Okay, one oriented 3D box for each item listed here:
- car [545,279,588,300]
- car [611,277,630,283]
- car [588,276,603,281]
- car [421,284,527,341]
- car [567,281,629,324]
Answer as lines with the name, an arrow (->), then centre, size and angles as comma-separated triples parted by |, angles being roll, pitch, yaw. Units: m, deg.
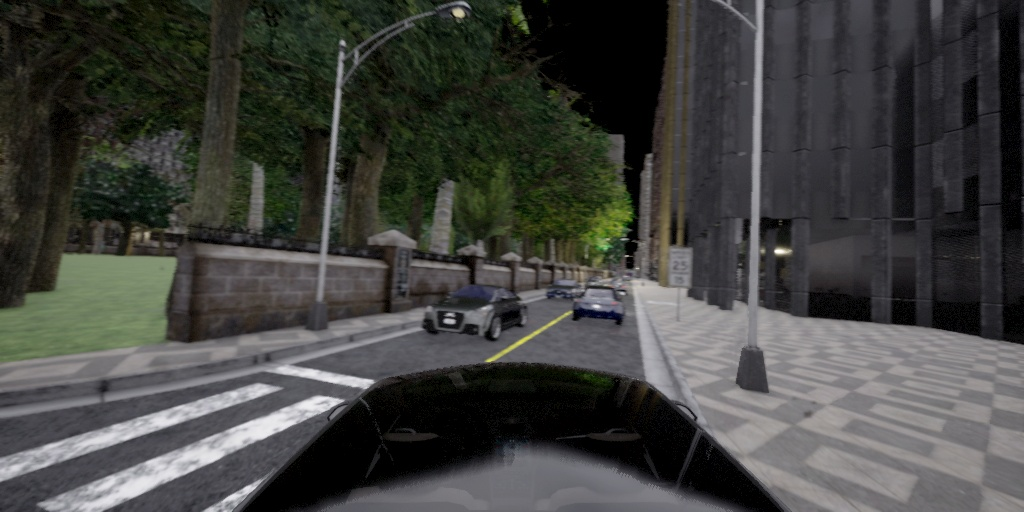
car -> 3.773, 2.305, 25.106 | 2.033, 1.411, 5.357 | 2, -2, 18
car -> 10.627, 3.052, 35.944 | 2.033, 1.411, 5.357 | 2, -2, 18
car -> 10.095, 3.251, 43.858 | 2.128, 1.511, 4.902 | 2, -2, 18
car -> -0.926, 1.563, 10.920 | 1.994, 1.385, 4.181 | 2, -2, 19
car -> 3.831, 1.982, 15.441 | 1.994, 1.385, 4.181 | 2, -2, 18
